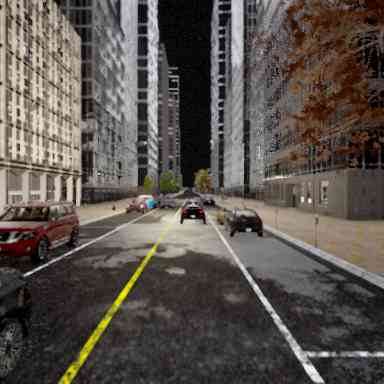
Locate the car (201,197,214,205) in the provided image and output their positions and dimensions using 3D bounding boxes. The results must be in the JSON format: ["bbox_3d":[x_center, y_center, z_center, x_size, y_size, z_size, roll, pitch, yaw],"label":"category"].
[{"bbox_3d":[2.655,1.511,57.728,1.887,1.381,4.507,0,0,0],"label":"car"}]

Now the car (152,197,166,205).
[{"bbox_3d":[-5.726,1.533,57.731,1.947,1.339,4.313,0,0,0],"label":"car"}]

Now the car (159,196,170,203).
[{"bbox_3d":[-5.732,1.517,69.116,1.947,1.339,4.313,0,0,0],"label":"car"}]

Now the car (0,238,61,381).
[{"bbox_3d":[-3.102,1.491,2.621,2.128,1.511,4.902,0,0,0],"label":"car"}]

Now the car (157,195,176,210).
[{"bbox_3d":[-3.118,1.529,43.634,2.033,1.411,5.357,0,0,0],"label":"car"}]

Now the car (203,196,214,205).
[{"bbox_3d":[2.658,1.539,52.035,1.947,1.339,4.313,0,0,0],"label":"car"}]

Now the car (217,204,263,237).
[{"bbox_3d":[2.677,1.547,17.879,2.008,1.369,4.403,0,0,0],"label":"car"}]

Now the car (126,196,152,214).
[{"bbox_3d":[-5.714,1.429,34.962,1.967,1.590,4.097,0,0,0],"label":"car"}]

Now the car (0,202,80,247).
[{"bbox_3d":[-5.702,1.313,12.193,2.192,1.841,5.009,0,0,0],"label":"car"}]

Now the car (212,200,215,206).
[{"bbox_3d":[2.674,1.520,23.742,1.752,1.417,4.829,0,0,0],"label":"car"}]

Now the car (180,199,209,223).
[{"bbox_3d":[0.083,1.520,25.311,1.812,1.442,4.674,0,0,0],"label":"car"}]

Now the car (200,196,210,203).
[{"bbox_3d":[2.648,1.533,69.113,1.802,1.307,4.206,0,0,0],"label":"car"}]

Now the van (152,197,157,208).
[{"bbox_3d":[-5.717,1.325,40.653,1.690,1.788,3.998,0,0,0],"label":"van"}]

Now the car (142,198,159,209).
[{"bbox_3d":[-5.720,1.545,46.347,1.947,1.339,4.313,0,0,0],"label":"car"}]

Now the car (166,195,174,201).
[{"bbox_3d":[-5.742,1.468,86.192,1.887,1.381,4.507,0,0,0],"label":"car"}]

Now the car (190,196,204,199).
[{"bbox_3d":[0.076,1.530,42.832,2.033,1.411,5.357,0,0,0],"label":"car"}]

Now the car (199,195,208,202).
[{"bbox_3d":[2.645,1.488,74.806,1.887,1.381,4.507,0,0,0],"label":"car"}]
